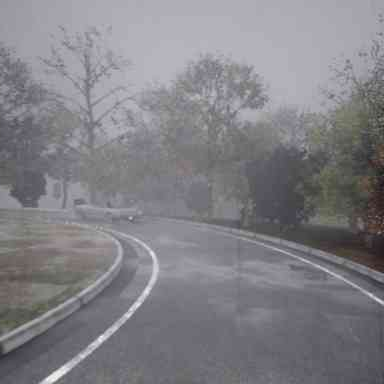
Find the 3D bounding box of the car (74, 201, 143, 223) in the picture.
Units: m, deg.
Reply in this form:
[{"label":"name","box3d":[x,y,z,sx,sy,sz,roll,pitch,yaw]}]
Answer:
[{"label":"car","box3d":[-5.462,1.192,21.282,4.718,1.301,1.895,3,1,36]}]
